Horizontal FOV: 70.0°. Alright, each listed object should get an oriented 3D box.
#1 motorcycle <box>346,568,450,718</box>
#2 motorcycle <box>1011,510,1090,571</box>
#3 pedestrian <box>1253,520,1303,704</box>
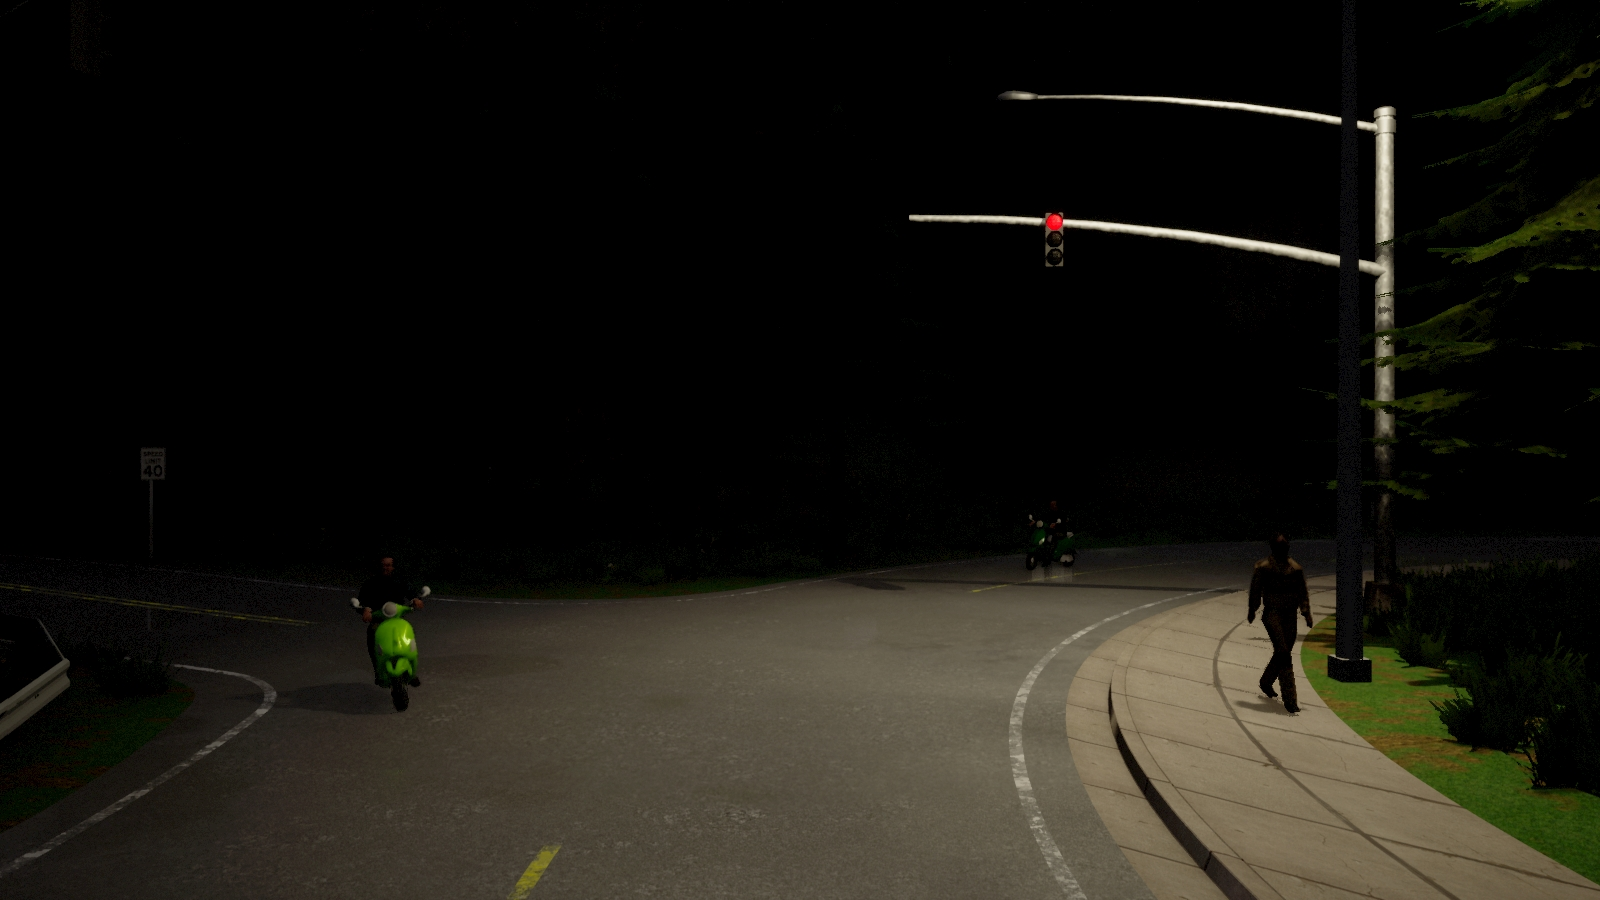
[{"bbox_3d":[-4.571,2.116,12.906,0.856,1.316,1.805,-4,2,-25],"label":"motorcycle"},{"bbox_3d":[5.937,2.115,27.011,1.805,1.316,0.856,0,0,-37],"label":"motorcycle"},{"bbox_3d":[4.972,1.671,11.893,0.375,1.860,0.375,0,0,3],"label":"pedestrian"}]
